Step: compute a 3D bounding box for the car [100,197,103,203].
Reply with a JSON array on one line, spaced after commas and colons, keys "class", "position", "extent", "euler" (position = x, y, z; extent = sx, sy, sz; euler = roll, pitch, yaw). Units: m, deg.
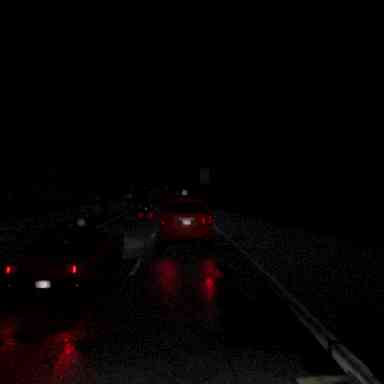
[{"class": "car", "position": [-26.298, 1.908, 84.165], "extent": [5.566, 2.045, 2.435], "euler": [0, -2, -29]}]

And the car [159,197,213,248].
[{"class": "car", "position": [-0.330, 1.236, 15.070], "extent": [2.150, 2.045, 5.566], "euler": [0, 0, -3]}]

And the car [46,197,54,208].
[{"class": "car", "position": [-19.665, 1.484, 40.092], "extent": [4.892, 1.521, 2.231], "euler": [0, 0, -27]}]

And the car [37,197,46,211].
[{"class": "car", "position": [-19.279, 1.475, 37.158], "extent": [4.892, 1.521, 2.231], "euler": [0, 0, -27]}]

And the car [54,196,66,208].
[{"class": "car", "position": [-20.519, 1.504, 45.943], "extent": [5.008, 1.535, 2.097], "euler": [0, 0, -28]}]

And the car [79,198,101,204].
[{"class": "car", "position": [-26.723, 2.253, 87.117], "extent": [5.008, 1.535, 2.097], "euler": [1, -2, -29]}]

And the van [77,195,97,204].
[{"class": "van", "position": [-25.731, 1.849, 81.296], "extent": [4.442, 1.987, 1.878], "euler": [0, -2, -29]}]

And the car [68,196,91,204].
[{"class": "car", "position": [-24.528, 1.726, 72.395], "extent": [4.553, 1.767, 2.185], "euler": [0, -1, -29]}]

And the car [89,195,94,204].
[{"class": "car", "position": [-23.895, 1.786, 69.559], "extent": [5.366, 1.575, 1.946], "euler": [0, -1, -29]}]

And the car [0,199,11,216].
[{"class": "car", "position": [-18.322, 1.334, 28.342], "extent": [4.553, 1.767, 2.185], "euler": [0, 0, -25]}]

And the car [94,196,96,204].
[{"class": "car", "position": [-24.945, 1.959, 75.346], "extent": [4.674, 1.452, 2.002], "euler": [0, -2, -29]}]

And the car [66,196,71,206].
[{"class": "car", "position": [-20.956, 1.519, 48.873], "extent": [5.008, 1.535, 2.097], "euler": [0, -1, -28]}]

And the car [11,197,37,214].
[{"class": "car", "position": [-18.920, 1.469, 34.224], "extent": [4.892, 1.521, 2.231], "euler": [0, 0, -26]}]

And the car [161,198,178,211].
[{"class": "car", "position": [-2.987, 1.600, 43.527], "extent": [1.882, 1.535, 5.008], "euler": [1, 0, -8]}]

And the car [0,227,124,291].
[{"class": "car", "position": [-3.099, 1.603, 9.014], "extent": [1.895, 1.301, 4.718], "euler": [0, 0, -2]}]

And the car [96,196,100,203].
[{"class": "car", "position": [-25.365, 1.743, 78.316], "extent": [5.566, 2.045, 2.435], "euler": [0, -2, -29]}]

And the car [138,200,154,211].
[{"class": "car", "position": [-5.749, 1.690, 41.629], "extent": [1.895, 1.301, 4.718], "euler": [0, 0, -7]}]

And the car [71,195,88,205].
[{"class": "car", "position": [-23.161, 1.682, 63.580], "extent": [5.008, 1.535, 2.097], "euler": [0, -1, -29]}]
